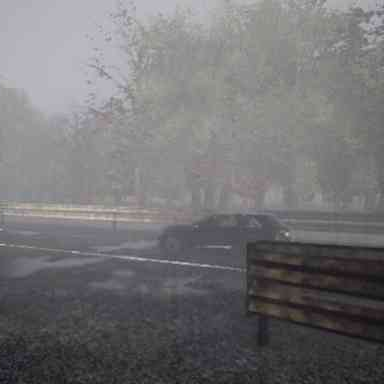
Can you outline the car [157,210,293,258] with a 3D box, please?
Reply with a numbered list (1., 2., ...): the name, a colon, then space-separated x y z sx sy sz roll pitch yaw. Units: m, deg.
1. car: 1.088 1.456 11.882 4.856 1.649 2.033 0 0 24
